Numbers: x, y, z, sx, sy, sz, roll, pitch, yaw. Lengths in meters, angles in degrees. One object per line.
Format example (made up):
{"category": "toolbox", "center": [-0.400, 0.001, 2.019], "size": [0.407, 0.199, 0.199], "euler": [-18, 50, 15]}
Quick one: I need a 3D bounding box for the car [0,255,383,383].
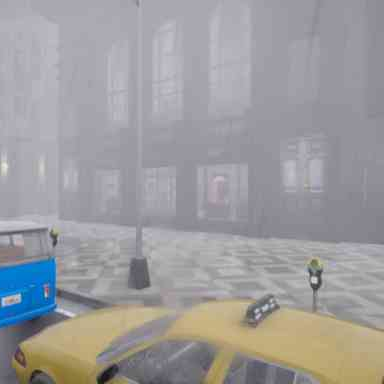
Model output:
{"category": "car", "center": [0.320, 1.524, 2.735], "size": [4.829, 1.417, 1.752], "euler": [0, 0, 36]}

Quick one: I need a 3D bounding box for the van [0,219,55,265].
{"category": "van", "center": [-4.124, 1.336, 5.917], "size": [3.998, 1.788, 1.690], "euler": [0, 0, 36]}
